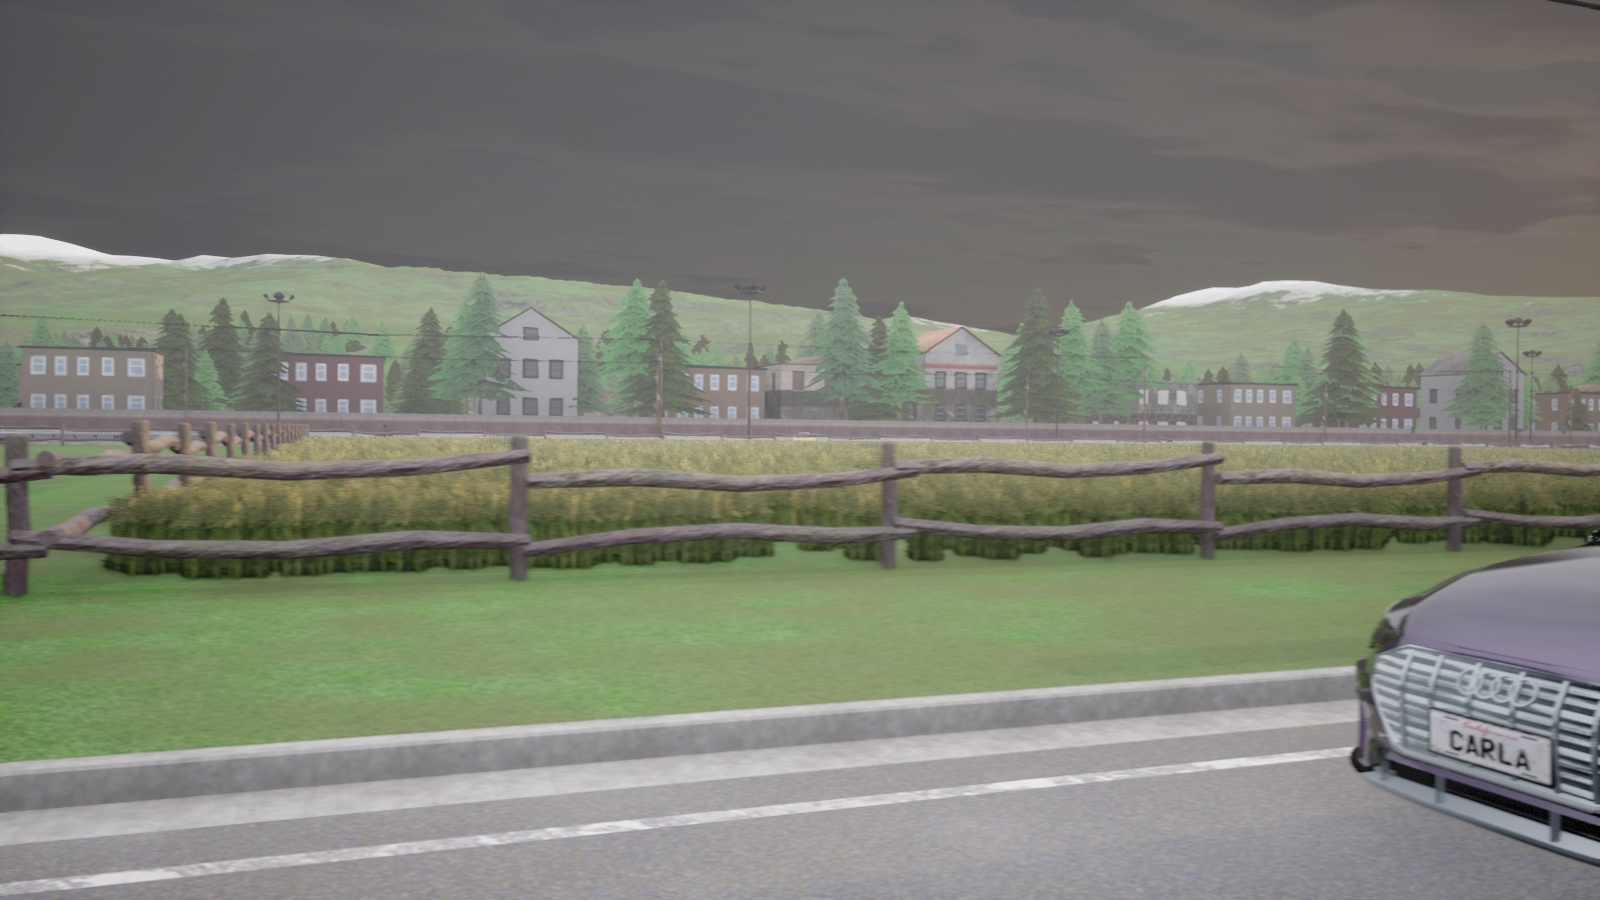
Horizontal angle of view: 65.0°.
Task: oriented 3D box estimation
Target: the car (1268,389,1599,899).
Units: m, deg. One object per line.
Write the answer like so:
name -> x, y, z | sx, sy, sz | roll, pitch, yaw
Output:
car -> 4.514, 0.604, 4.952 | 4.856, 1.649, 2.033 | -1, 1, -21
